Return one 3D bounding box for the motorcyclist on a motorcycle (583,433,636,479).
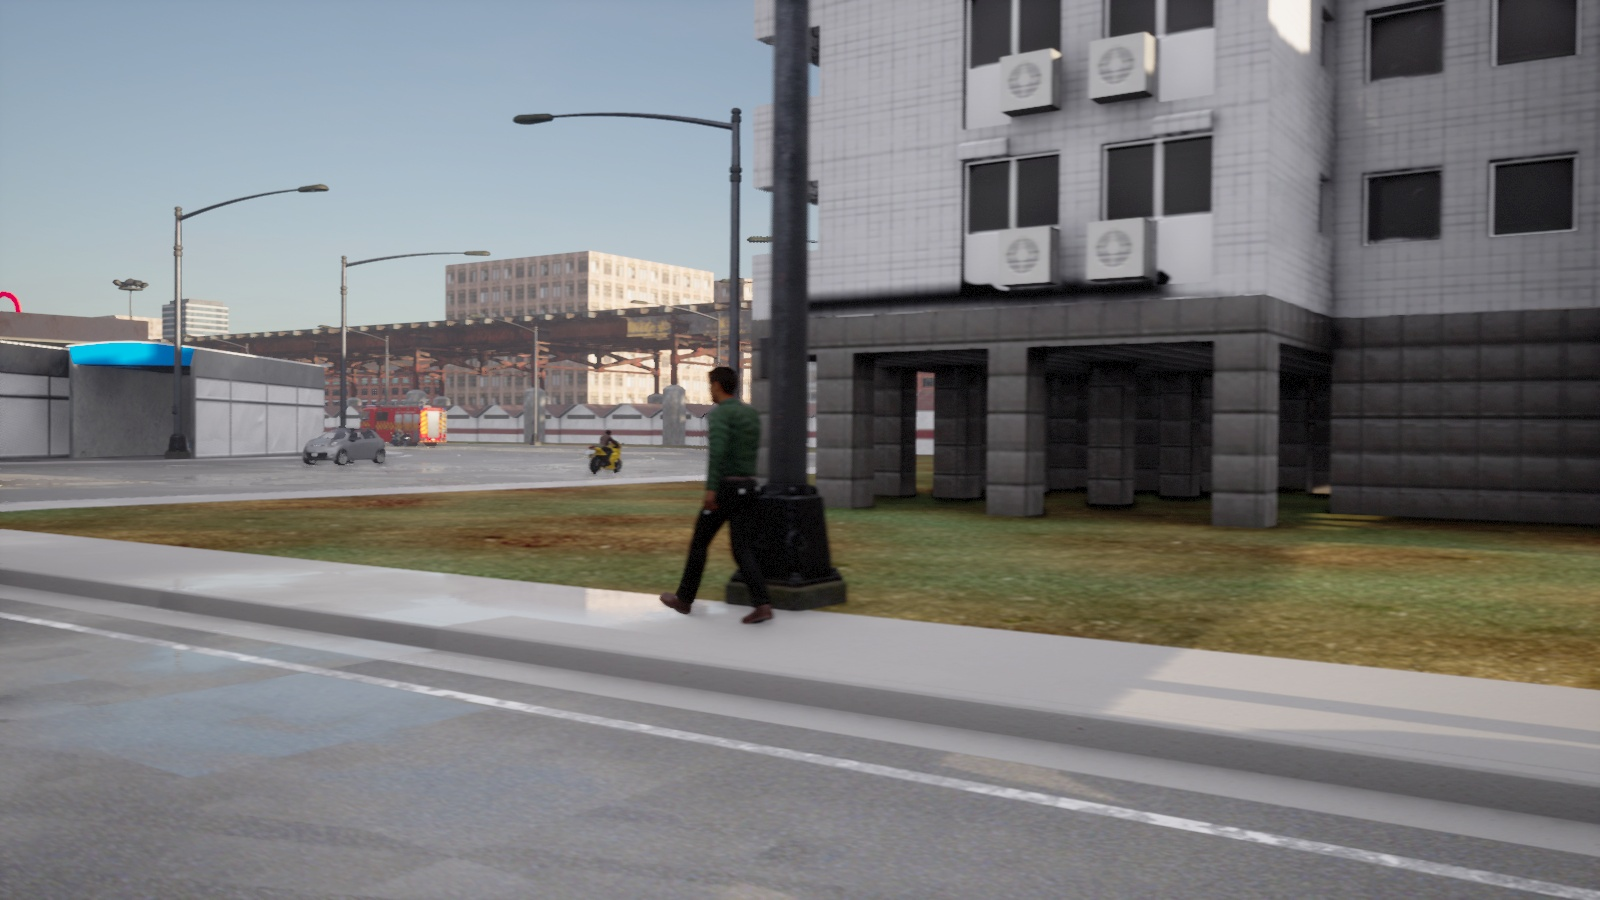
[{"bbox_3d":[-6.436,0.186,42.488,0.797,1.523,2.044,-1,1,23],"label":"motorcyclist on a motorcycle"}]

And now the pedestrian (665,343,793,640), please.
[{"bbox_3d":[-0.492,0.271,8.657,0.788,1.949,0.423,0,1,40],"label":"pedestrian"}]

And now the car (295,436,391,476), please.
[{"bbox_3d":[-18.384,0.214,50.668,1.845,1.501,3.633,0,1,16],"label":"car"}]
